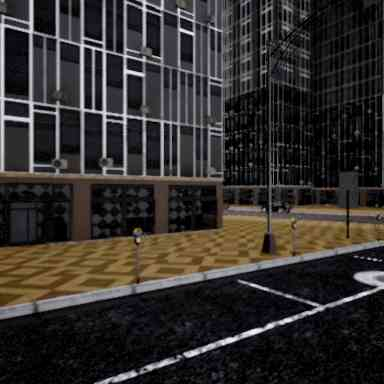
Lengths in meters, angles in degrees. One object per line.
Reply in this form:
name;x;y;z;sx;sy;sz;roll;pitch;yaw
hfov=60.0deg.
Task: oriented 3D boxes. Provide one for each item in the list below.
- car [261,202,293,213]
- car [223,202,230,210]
car;10.720;1.929;42.117;2.008;1.369;4.403;-1;0;-36
car;4.042;2.113;51.227;1.802;1.307;4.206;-1;0;-36
